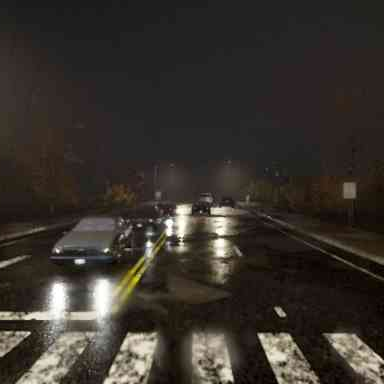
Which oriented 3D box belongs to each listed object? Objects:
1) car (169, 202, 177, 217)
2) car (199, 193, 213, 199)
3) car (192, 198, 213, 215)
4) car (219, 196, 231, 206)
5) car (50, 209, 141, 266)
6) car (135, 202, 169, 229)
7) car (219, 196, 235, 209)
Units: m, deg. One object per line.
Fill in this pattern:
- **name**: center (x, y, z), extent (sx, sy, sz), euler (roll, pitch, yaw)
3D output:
- **car**: center (-2.575, 1.613, 31.947), extent (1.895, 1.301, 4.718), euler (0, 0, 3)
- **car**: center (2.294, 1.206, 55.120), extent (2.150, 2.045, 5.566), euler (0, 0, 5)
- **car**: center (0.984, 1.612, 34.471), extent (1.895, 1.301, 4.718), euler (0, 0, 3)
- **car**: center (5.578, 1.505, 56.654), extent (1.812, 1.442, 4.674), euler (0, 0, 5)
- **car**: center (-3.242, 1.556, 11.934), extent (2.033, 1.411, 5.357), euler (0, 0, -3)
- **car**: center (-2.965, 1.561, 21.991), extent (2.033, 1.411, 5.357), euler (0, 0, 2)
- **car**: center (4.853, 1.349, 46.502), extent (2.097, 1.767, 4.553), euler (0, 0, 4)
